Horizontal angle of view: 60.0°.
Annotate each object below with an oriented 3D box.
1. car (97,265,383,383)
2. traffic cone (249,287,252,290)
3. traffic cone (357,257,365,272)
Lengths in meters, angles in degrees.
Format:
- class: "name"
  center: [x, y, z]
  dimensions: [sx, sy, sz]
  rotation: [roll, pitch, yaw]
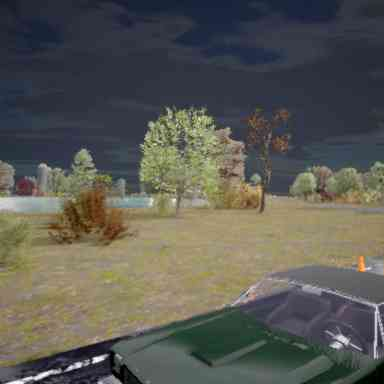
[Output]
- class: "car"
  center: [1.440, 1.658, 3.811]
  dimensions: [4.718, 1.301, 1.895]
  rotation: [1, -1, -39]
- class: "traffic cone"
  center: [1.066, 2.032, 6.057]
  dimensions: [0.340, 0.580, 0.340]
  rotation: [1, -1, -39]
- class: "traffic cone"
  center: [4.705, 2.095, 9.252]
  dimensions: [0.340, 0.580, 0.340]
  rotation: [1, -1, -43]
